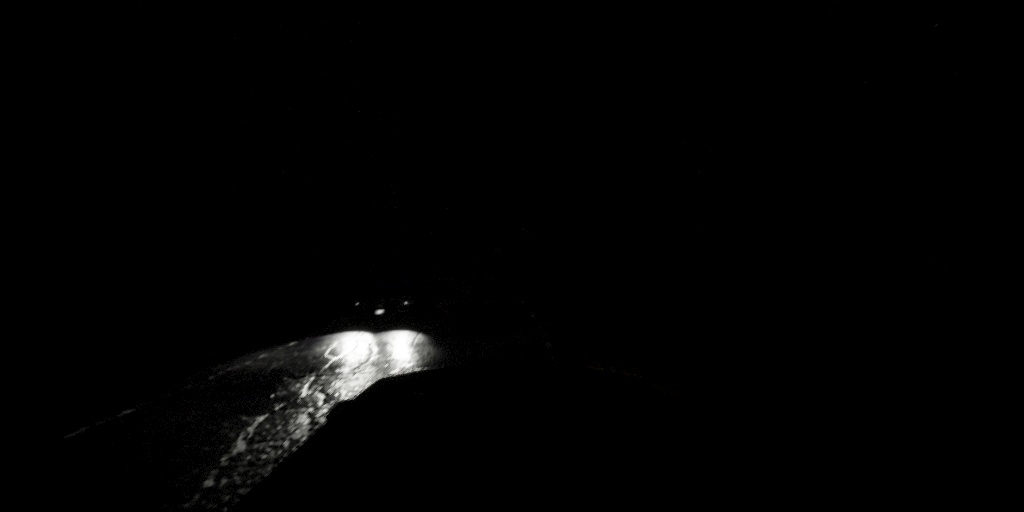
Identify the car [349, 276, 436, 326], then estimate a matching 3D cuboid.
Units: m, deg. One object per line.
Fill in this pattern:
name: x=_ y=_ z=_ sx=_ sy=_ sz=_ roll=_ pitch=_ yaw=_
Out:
car: x=-3.832 y=1.391 z=12.150 sx=1.994 sy=1.385 sz=4.181 roll=-1 pitch=0 yaw=-2
